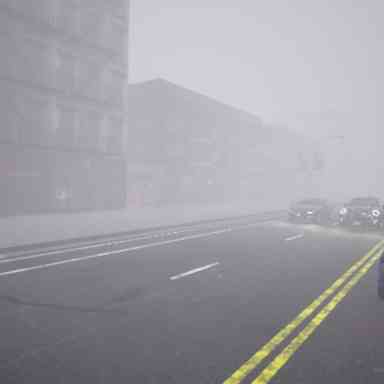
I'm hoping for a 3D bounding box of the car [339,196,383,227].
[{"bbox_3d":[10.084,1.064,19.337,2.097,1.767,4.553,2,2,37],"label":"car"}]

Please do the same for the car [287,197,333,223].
[{"bbox_3d":[7.781,1.104,21.691,1.837,1.490,4.892,2,2,37],"label":"car"}]

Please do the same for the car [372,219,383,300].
[{"bbox_3d":[5.400,1.396,7.267,1.882,1.535,5.008,2,2,37],"label":"car"}]
